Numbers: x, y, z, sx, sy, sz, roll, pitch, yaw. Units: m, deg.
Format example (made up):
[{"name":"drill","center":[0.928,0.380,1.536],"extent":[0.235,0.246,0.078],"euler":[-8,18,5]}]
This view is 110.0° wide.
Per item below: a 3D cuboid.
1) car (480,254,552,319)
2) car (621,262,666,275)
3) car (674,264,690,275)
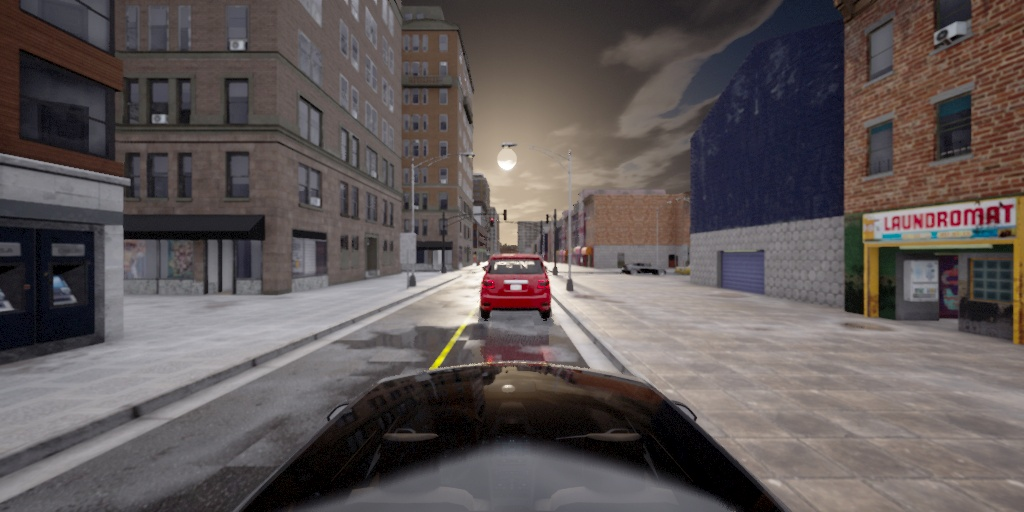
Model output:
[{"name":"car","center":[0.112,0.930,12.639],"extent":[2.150,2.045,5.566],"euler":[0,1,0]},{"name":"car","center":[13.259,1.300,36.191],"extent":[4.313,1.339,1.948],"euler":[0,0,0]},{"name":"car","center":[19.051,1.303,36.196],"extent":[4.829,1.417,1.751],"euler":[0,0,0]}]
